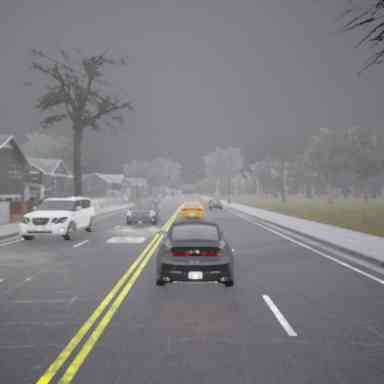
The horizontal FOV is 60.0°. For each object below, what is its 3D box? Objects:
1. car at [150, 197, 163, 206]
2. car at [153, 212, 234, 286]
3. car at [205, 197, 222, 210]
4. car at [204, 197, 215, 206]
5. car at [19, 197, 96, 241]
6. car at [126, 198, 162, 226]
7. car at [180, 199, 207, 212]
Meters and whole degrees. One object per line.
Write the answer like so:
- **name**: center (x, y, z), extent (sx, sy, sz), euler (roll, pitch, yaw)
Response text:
- **car**: center (-6.705, 1.781, 63.668), extent (2.033, 1.411, 5.357), euler (0, 0, 0)
- **car**: center (0.068, 1.540, 9.514), extent (1.837, 1.490, 4.892), euler (0, 0, 0)
- **car**: center (3.197, 1.710, 46.522), extent (2.033, 1.411, 5.357), euler (0, 0, 0)
- **car**: center (3.091, 1.684, 59.833), extent (1.882, 1.535, 5.008), euler (0, 0, 0)
- **car**: center (-6.658, 1.274, 17.234), extent (2.150, 2.045, 5.566), euler (0, 0, 0)
- **car**: center (-3.428, 1.432, 24.222), extent (2.097, 1.767, 4.553), euler (0, 0, 0)
- **car**: center (0.008, 1.576, 28.127), extent (1.882, 1.535, 5.008), euler (0, 0, 0)
